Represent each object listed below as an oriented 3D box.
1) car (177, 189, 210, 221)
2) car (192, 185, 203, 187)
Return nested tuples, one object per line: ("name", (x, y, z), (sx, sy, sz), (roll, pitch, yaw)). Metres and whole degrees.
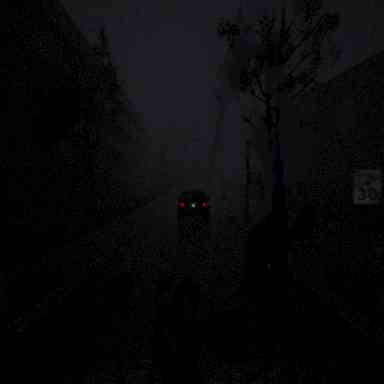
("car", (0.097, 0.886, 23.788), (2.150, 2.045, 5.566), (0, 2, 0))
("car", (0.096, 0.349, 42.649), (1.882, 1.535, 5.008), (0, 3, 0))
